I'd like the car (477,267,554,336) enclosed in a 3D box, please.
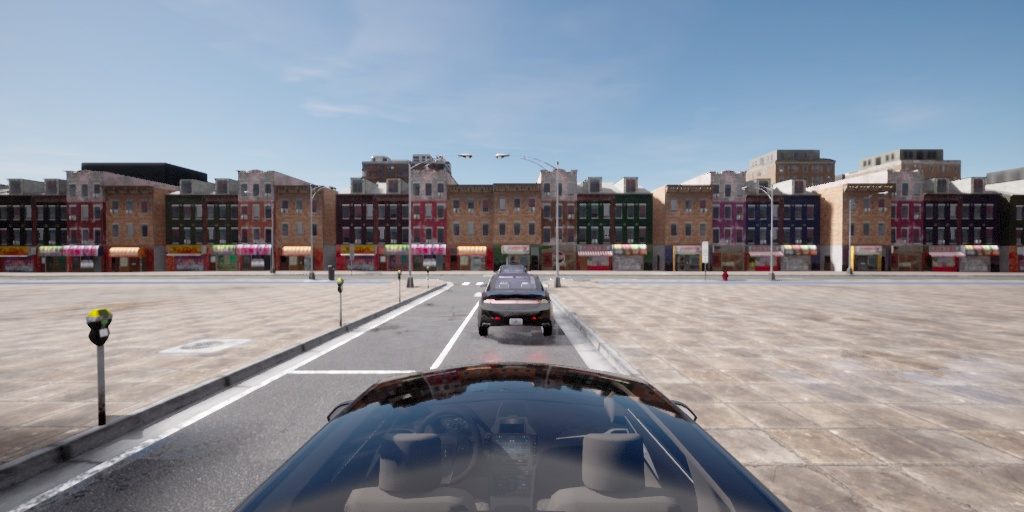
[{"bbox_3d":[0.079,1.238,10.359,2.128,1.511,4.902,0,0,0],"label":"car"}]

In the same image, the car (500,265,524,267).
[{"bbox_3d":[0.017,1.235,19.668,2.128,1.511,4.902,0,0,-1],"label":"car"}]
